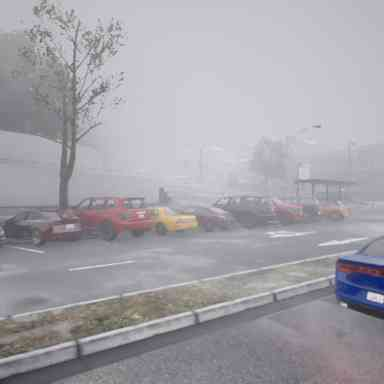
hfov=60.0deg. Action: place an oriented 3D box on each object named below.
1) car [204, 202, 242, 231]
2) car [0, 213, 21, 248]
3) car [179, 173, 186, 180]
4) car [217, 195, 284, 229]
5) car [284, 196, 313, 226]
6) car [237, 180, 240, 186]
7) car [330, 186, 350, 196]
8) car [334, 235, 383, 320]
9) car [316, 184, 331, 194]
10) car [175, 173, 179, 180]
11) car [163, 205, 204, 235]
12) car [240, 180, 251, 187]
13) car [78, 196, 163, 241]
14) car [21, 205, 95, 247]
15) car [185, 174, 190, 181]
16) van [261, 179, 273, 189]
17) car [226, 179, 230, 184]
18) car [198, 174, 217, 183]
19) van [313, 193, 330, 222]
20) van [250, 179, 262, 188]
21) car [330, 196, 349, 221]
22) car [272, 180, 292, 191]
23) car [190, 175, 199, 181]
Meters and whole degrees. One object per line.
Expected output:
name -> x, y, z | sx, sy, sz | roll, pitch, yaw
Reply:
car -> 0.367, 1.545, 20.422 | 4.674, 1.452, 2.002 | -1, -1, 35
car -> -9.432, 1.493, 13.486 | 4.892, 1.521, 2.231 | -1, -1, 35
car -> -0.794, -4.098, 92.709 | 2.185, 1.767, 4.553 | 4, 1, 34
car -> 2.796, 1.258, 22.177 | 5.566, 2.045, 2.435 | -1, -1, 35
car -> 5.312, 1.262, 23.879 | 5.566, 2.045, 2.435 | -1, -1, 35
car -> 11.411, -2.057, 75.528 | 2.002, 1.452, 4.674 | 7, 4, 35
car -> 25.185, 0.123, 55.770 | 2.002, 1.452, 4.674 | 7, 3, 35
car -> 4.864, 1.485, 6.585 | 5.008, 1.535, 1.882 | 0, 0, -35
car -> 23.497, -0.440, 58.244 | 2.435, 2.045, 5.566 | 7, 3, 35
car -> -2.562, -4.375, 95.059 | 2.435, 2.045, 5.566 | 1, -1, 34
car -> -2.241, 1.500, 18.797 | 5.366, 1.575, 1.946 | -1, -1, 35
car -> 13.239, -1.825, 73.206 | 1.946, 1.575, 5.366 | 7, 3, 35
car -> -4.563, 1.246, 16.973 | 5.566, 2.045, 2.435 | -1, -1, 35
car -> -7.010, 1.523, 15.230 | 4.792, 1.488, 2.163 | -1, -1, 35
car -> 0.934, -3.863, 90.238 | 2.185, 1.767, 4.553 | 6, 3, 34
van -> 16.537, -1.504, 68.000 | 1.878, 1.987, 4.442 | 7, 4, 35
car -> 9.671, -2.330, 77.992 | 2.002, 1.452, 4.674 | 7, 3, 35
car -> 4.574, -3.189, 85.508 | 1.946, 1.575, 5.366 | 7, 3, 34
van -> 7.852, 1.291, 25.546 | 4.442, 1.987, 1.878 | -1, -1, 35
van -> 14.811, -1.777, 70.473 | 1.878, 1.987, 4.442 | 7, 4, 35
car -> 10.263, 1.397, 27.294 | 4.553, 1.767, 2.185 | -1, -1, 35
car -> 18.294, -1.006, 65.635 | 2.231, 1.521, 4.892 | 7, 3, 35
car -> 2.725, -3.712, 87.769 | 2.435, 2.045, 5.566 | 7, 3, 34
